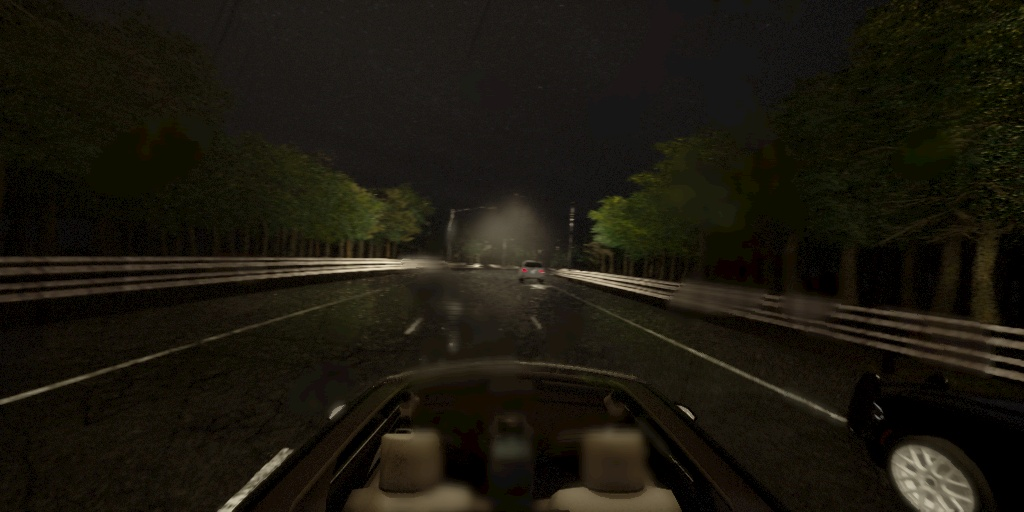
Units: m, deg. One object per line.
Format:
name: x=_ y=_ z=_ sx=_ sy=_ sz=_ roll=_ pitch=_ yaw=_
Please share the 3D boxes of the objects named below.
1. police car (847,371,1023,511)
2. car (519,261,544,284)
police car: x=4.554 y=1.479 z=1.573 sx=1.930 sy=1.638 sz=5.238 roll=4 pitch=0 yaw=-5
car: x=1.831 y=1.523 z=34.074 sx=2.150 sy=2.045 sz=5.566 roll=4 pitch=-2 yaw=0
